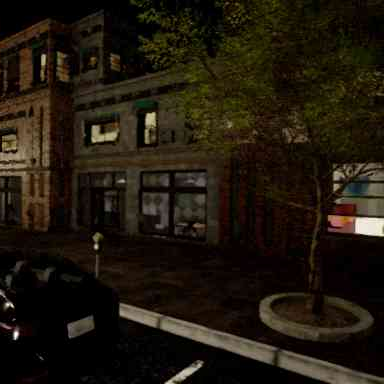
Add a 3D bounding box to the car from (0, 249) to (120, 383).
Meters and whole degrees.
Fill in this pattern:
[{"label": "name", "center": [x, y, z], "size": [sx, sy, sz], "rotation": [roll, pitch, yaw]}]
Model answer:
[{"label": "car", "center": [-2.939, 1.552, 4.972], "size": [4.313, 1.339, 1.947], "rotation": [0, 1, 36]}]
